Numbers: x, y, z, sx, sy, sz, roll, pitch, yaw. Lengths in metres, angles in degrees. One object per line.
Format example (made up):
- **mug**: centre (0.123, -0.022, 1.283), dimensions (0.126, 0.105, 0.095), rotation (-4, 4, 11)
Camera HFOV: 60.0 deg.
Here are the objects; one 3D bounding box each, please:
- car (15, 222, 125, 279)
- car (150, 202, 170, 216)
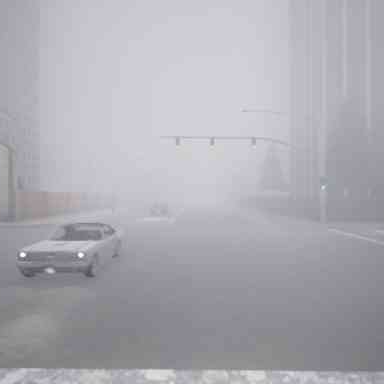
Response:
- **car**: centre (-3.496, 1.669, 10.429), dimensions (1.895, 1.301, 4.718), rotation (0, -1, 0)
- **car**: centre (-3.491, 1.838, 36.775), dimensions (2.128, 1.511, 4.902), rotation (0, 0, 0)
